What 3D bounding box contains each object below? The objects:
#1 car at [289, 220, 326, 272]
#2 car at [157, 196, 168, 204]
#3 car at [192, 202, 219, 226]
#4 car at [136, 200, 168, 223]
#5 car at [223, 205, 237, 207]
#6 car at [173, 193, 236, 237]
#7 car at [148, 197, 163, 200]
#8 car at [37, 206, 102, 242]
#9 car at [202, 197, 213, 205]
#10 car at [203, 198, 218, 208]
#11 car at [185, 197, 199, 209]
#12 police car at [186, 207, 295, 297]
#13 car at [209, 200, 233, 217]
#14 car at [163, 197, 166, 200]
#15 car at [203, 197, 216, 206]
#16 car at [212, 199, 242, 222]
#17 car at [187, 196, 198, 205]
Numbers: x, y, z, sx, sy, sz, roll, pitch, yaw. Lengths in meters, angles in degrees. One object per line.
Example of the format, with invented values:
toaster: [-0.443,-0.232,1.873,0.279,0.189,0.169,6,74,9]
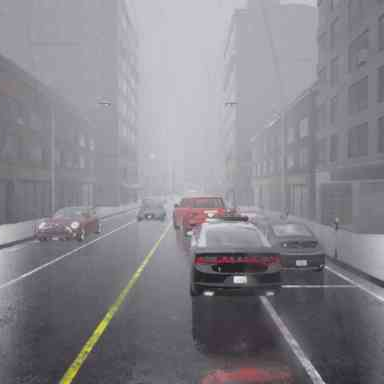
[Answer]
car: [2.752,1.552,10.550,2.008,1.369,4.403,-1,0,0]
car: [-5.771,1.583,65.603,1.887,1.381,4.507,-1,0,0]
car: [0.901,1.532,24.653,1.812,1.442,4.674,0,0,0]
car: [-3.000,1.571,25.505,1.994,1.385,4.181,0,0,0]
car: [2.752,1.547,16.056,1.887,1.381,4.507,-1,0,0]
car: [0.335,1.214,18.443,2.150,2.045,5.566,-1,0,-12]
car: [-5.773,1.463,49.087,1.967,1.590,4.097,-1,0,0]
car: [-5.774,1.443,16.056,1.967,1.590,4.097,-1,0,0]
car: [2.754,1.578,60.097,1.887,1.381,4.507,-1,0,0]
car: [2.754,1.589,49.087,1.947,1.339,4.313,-1,0,0]
car: [0.021,1.526,46.847,1.837,1.490,4.892,0,0,1]
police car: [0.899,1.426,8.761,1.930,1.638,5.238,0,0,0]
car: [2.753,1.555,32.571,1.887,1.381,4.507,-1,0,0]
car: [-5.771,1.594,54.592,1.947,1.339,4.313,-1,0,0]
car: [2.754,1.573,54.591,1.887,1.381,4.507,-1,0,0]
car: [2.751,1.448,27.066,1.967,1.590,4.097,-1,0,0]
car: [0.002,1.510,59.491,1.882,1.535,5.008,0,0,0]
